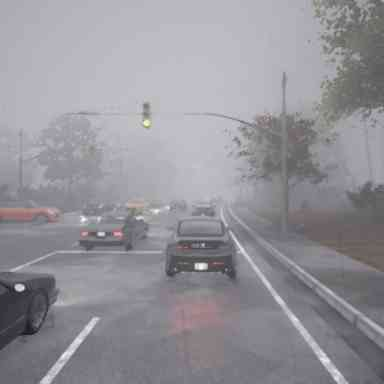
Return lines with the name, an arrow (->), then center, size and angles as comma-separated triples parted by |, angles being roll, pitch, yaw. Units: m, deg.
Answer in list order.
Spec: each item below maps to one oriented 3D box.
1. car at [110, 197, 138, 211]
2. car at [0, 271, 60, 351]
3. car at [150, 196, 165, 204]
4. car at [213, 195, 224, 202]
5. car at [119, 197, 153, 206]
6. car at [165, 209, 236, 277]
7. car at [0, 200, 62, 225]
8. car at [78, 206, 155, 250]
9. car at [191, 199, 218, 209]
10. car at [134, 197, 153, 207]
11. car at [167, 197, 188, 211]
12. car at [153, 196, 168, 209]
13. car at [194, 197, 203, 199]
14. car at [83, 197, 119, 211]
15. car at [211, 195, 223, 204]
car -> -8.628, 1.485, 42.650 | 2.128, 1.511, 4.902 | 0, 0, 5
car -> -3.348, 1.546, 3.635 | 2.033, 1.411, 5.357 | 0, 0, 0
car -> -6.397, 1.497, 62.784 | 1.837, 1.490, 4.892 | 0, 0, 7
car -> 5.954, 1.388, 75.050 | 2.128, 1.511, 4.902 | 0, 0, 9
car -> -5.754, 1.473, 34.746 | 1.882, 1.535, 5.008 | 0, 0, 4
car -> 0.265, 1.504, 10.257 | 1.837, 1.490, 4.892 | 0, 0, 1
car -> -11.666, 1.347, 23.504 | 4.553, 1.767, 2.097 | 0, 0, -3
car -> -3.128, 1.545, 14.347 | 2.033, 1.411, 5.357 | 0, 0, 3
car -> 0.932, 1.523, 26.709 | 1.812, 1.442, 4.674 | 0, 0, 3
car -> -7.633, 1.519, 52.550 | 1.812, 1.442, 4.674 | 0, 0, 6
car -> -1.530, 1.596, 40.551 | 1.895, 1.301, 4.718 | 0, 0, 4
car -> -4.935, 1.558, 44.648 | 1.994, 1.385, 4.181 | 0, 0, 5
car -> 1.373, 1.595, 67.115 | 1.895, 1.301, 4.718 | 0, 0, 8
car -> -9.333, 1.346, 33.687 | 2.097, 1.767, 4.553 | 0, 0, 4
car -> 4.472, 1.521, 64.895 | 1.812, 1.442, 4.674 | 0, 0, 8
